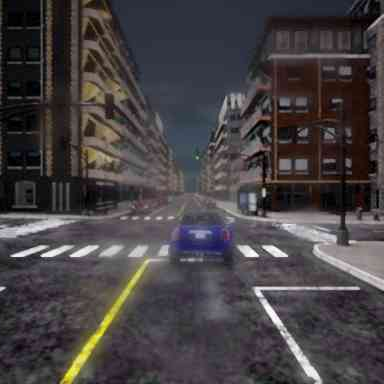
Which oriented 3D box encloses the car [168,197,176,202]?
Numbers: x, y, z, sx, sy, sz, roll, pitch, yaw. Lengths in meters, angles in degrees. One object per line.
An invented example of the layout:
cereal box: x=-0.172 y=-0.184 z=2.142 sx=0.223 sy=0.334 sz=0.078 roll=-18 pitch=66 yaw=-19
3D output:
car: x=-5.663 y=2.107 z=94.276 sx=2.008 sy=1.369 sz=4.403 roll=0 pitch=0 yaw=0

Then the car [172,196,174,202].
car: x=-5.668 y=1.982 z=77.190 sx=1.752 sy=1.417 sz=4.829 roll=0 pitch=0 yaw=0

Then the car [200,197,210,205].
car: x=2.710 y=1.864 z=71.714 sx=1.967 sy=1.590 sz=4.097 roll=0 pitch=0 yaw=0

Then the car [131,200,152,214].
car: x=-5.682 y=1.663 z=37.890 sx=1.967 sy=1.590 sz=4.097 roll=0 pitch=0 yaw=0

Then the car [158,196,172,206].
car: x=-5.673 y=1.706 z=66.083 sx=2.192 sy=1.841 sz=5.009 roll=0 pitch=0 yaw=0

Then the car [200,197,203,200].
car: x=2.705 y=1.868 z=54.796 sx=1.887 sy=1.381 sz=4.507 roll=0 pitch=0 yaw=0

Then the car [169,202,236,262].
car: x=0.554 y=1.426 z=12.626 sx=2.097 sy=1.767 sz=4.553 roll=0 pitch=0 yaw=8

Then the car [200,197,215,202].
car: x=2.703 y=1.841 z=49.159 sx=2.008 sy=1.369 sz=4.403 roll=0 pitch=0 yaw=0
